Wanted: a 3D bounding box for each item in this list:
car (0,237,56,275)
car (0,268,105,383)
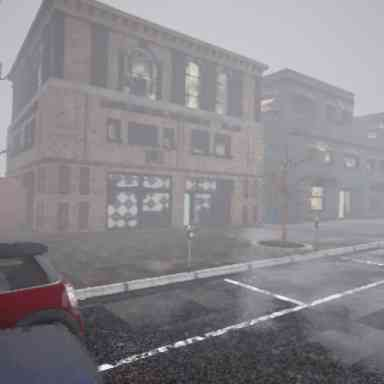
[{"bbox_3d":[-3.561,1.433,3.995,4.097,1.590,1.967,1,1,-36],"label":"car"},{"bbox_3d":[-2.941,1.528,1.273,5.357,1.411,2.033,1,0,-36],"label":"car"}]
